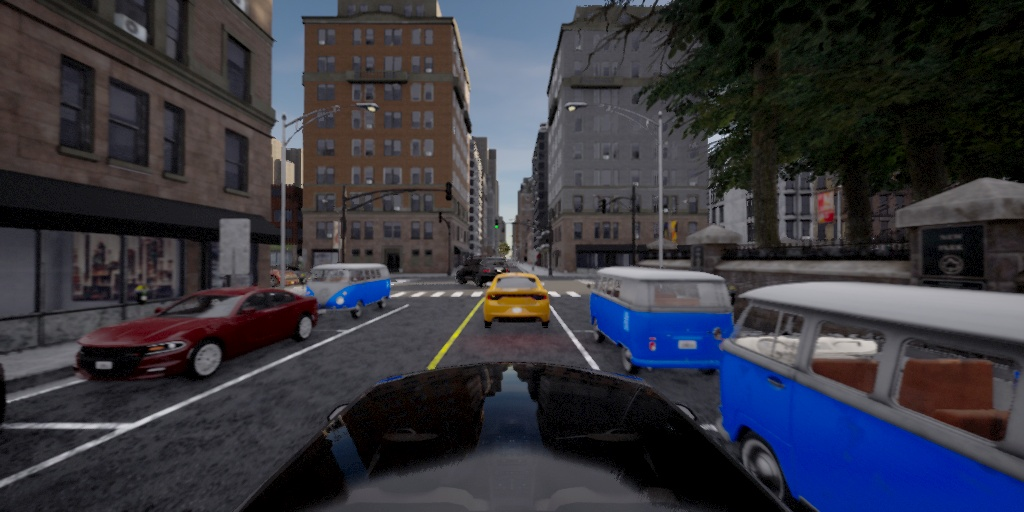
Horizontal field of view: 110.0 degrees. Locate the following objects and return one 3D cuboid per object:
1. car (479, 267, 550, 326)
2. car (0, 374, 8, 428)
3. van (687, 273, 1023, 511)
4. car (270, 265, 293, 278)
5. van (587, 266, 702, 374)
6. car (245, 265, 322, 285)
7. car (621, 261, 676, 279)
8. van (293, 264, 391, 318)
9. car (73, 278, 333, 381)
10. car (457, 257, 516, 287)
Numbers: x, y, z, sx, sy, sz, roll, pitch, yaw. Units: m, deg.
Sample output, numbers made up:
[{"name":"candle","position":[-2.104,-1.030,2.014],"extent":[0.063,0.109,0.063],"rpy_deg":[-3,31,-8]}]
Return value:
[{"name":"car","position":[0.135,1.303,11.974],"extent":[1.882,1.535,5.008],"rpy_deg":[0,0,0]},{"name":"car","position":[-5.863,1.314,1.718],"extent":[1.948,1.339,4.313],"rpy_deg":[0,0,0]},{"name":"van","position":[2.662,1.091,1.682],"extent":[1.690,1.789,3.998],"rpy_deg":[0,0,0]},{"name":"car","position":[-17.539,1.257,25.017],"extent":[4.553,1.767,2.097],"rpy_deg":[0,-1,0]},{"name":"van","position":[2.693,1.133,7.340],"extent":[1.690,1.789,3.998],"rpy_deg":[0,0,0]},{"name":"car","position":[-17.896,1.447,28.262],"extent":[4.892,1.490,1.837],"rpy_deg":[0,-1,0]},{"name":"car","position":[13.320,1.353,35.209],"extent":[4.553,1.767,2.097],"rpy_deg":[0,-1,0]},{"name":"van","position":[-5.800,1.172,13.038],"extent":[1.690,1.789,3.998],"rpy_deg":[0,0,0]},{"name":"car","position":[-5.832,1.336,7.378],"extent":[1.888,1.381,4.507],"rpy_deg":[0,0,0]},{"name":"car","position":[-2.186,1.130,26.373],"extent":[2.150,2.045,5.566],"rpy_deg":[1,-1,-29]}]
